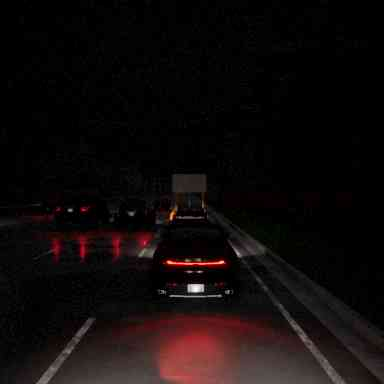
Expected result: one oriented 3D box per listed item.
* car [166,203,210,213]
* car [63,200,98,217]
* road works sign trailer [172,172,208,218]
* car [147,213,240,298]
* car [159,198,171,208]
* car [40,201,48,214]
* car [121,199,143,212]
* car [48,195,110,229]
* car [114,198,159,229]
[{"bbox_3d":[-0.052,1.488,18.871,2.128,1.511,4.902,0,0,1],"label":"car"},{"bbox_3d":[-10.630,1.526,32.067,1.812,1.442,4.674,0,0,0],"label":"car"},{"bbox_3d":[-0.170,0.464,22.741,2.380,3.560,2.880,0,0,-3],"label":"road works sign trailer"},{"bbox_3d":[0.053,1.505,8.482,1.837,1.490,4.892,0,0,0],"label":"car"},{"bbox_3d":[-3.706,1.488,41.415,2.128,1.511,4.902,0,0,0],"label":"car"},{"bbox_3d":[-14.156,1.477,35.014,1.882,1.535,5.008,0,0,0],"label":"car"},{"bbox_3d":[-7.200,1.527,40.123,1.812,1.442,4.674,0,-1,-1],"label":"car"},{"bbox_3d":[-7.047,1.212,21.866,2.150,2.045,5.566,0,-1,0],"label":"car"},{"bbox_3d":[-3.546,1.350,21.474,2.097,1.767,4.553,0,0,0],"label":"car"}]
